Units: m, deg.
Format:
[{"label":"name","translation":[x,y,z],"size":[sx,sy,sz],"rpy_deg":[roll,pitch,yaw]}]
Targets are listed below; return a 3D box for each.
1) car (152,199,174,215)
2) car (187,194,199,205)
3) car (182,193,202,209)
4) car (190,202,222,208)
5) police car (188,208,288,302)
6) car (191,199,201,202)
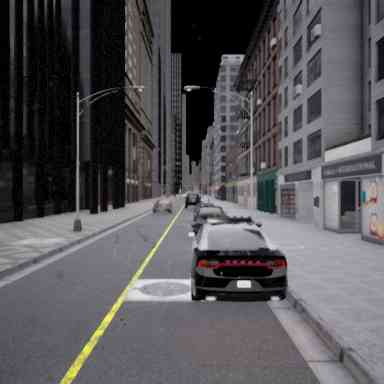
[{"label":"car","translation":[-2.971,1.509,34.446],"size":[1.812,1.442,4.674],"rpy_deg":[0,0,0]},{"label":"car","translation":[0.199,1.303,58.842],"size":[2.097,1.767,4.553],"rpy_deg":[0,0,0]},{"label":"car","translation":[0.162,1.193,45.124],"size":[2.150,2.045,5.566],"rpy_deg":[0,0,0]},{"label":"car","translation":[0.960,1.499,18.341],"size":[1.837,1.490,4.892],"rpy_deg":[0,0,0]},{"label":"police car","translation":[0.927,1.423,8.451],"size":[1.930,1.638,5.238],"rpy_deg":[0,0,0]},{"label":"car","translation":[0.982,1.517,24.341],"size":[1.812,1.442,4.674],"rpy_deg":[0,0,0]}]
